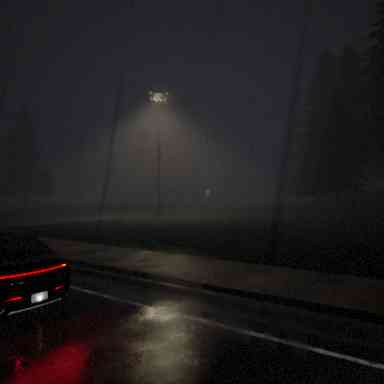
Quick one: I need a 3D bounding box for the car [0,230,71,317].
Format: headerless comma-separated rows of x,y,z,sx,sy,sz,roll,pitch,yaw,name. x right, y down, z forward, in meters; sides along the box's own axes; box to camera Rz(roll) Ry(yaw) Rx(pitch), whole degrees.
-4.616,1.576,7.139,4.892,1.490,1.837,0,0,35,car
